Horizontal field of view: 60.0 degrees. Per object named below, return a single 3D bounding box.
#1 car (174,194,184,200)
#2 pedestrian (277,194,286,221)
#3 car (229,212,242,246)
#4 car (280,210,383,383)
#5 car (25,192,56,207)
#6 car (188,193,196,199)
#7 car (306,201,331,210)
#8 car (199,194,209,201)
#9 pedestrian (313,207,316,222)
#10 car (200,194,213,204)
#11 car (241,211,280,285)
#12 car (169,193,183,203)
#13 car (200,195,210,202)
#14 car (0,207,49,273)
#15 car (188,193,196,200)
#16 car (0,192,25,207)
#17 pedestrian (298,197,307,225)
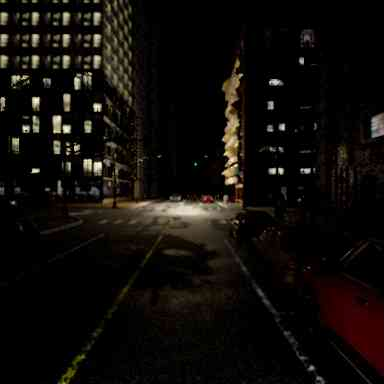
[{"bbox_3d":[-3.028,1.178,78.603,2.128,1.511,4.902,0,0,0],"label":"car"},{"bbox_3d":[6.127,1.033,22.764,0.375,1.860,0.375,0,0,0],"label":"pedestrian"},{"bbox_3d":[2.687,1.496,14.705,1.947,1.339,4.313,0,0,0],"label":"car"},{"bbox_3d":[2.691,1.299,3.339,2.192,1.841,5.009,0,0,0],"label":"car"},{"bbox_3d":[-17.706,0.852,36.757,5.009,1.841,2.192,1,-1,-1],"label":"car"},{"bbox_3d":[-0.030,0.970,89.327,2.128,1.511,4.902,0,0,0],"label":"car"},{"bbox_3d":[14.630,1.661,37.051,4.829,1.417,1.752,1,-1,-1],"label":"car"},{"bbox_3d":[2.665,1.218,75.293,2.008,1.369,4.403,0,0,0],"label":"car"},{"bbox_3d":[8.128,1.212,22.165,0.375,1.860,0.375,0,0,0],"label":"pedestrian"},{"bbox_3d":[2.722,1.325,56.728,1.802,1.307,4.206,0,0,0],"label":"car"},{"bbox_3d":[2.689,1.481,9.192,1.752,1.417,4.829,0,0,0],"label":"car"},{"bbox_3d":[-3.047,1.068,63.156,2.097,1.767,4.553,0,0,1],"label":"car"},{"bbox_3d":[2.667,1.241,69.645,2.008,1.369,4.403,0,0,0],"label":"car"},{"bbox_3d":[-5.691,1.396,9.017,1.967,1.590,4.097,0,0,0],"label":"car"},{"bbox_3d":[-0.027,1.196,79.325,1.994,1.385,4.181,0,0,0],"label":"car"},{"bbox_3d":[-17.568,0.872,28.379,5.009,1.841,2.192,1,-1,-1],"label":"car"},{"bbox_3d":[7.128,1.200,21.565,0.375,1.860,0.375,0,0,0],"label":"pedestrian"}]
